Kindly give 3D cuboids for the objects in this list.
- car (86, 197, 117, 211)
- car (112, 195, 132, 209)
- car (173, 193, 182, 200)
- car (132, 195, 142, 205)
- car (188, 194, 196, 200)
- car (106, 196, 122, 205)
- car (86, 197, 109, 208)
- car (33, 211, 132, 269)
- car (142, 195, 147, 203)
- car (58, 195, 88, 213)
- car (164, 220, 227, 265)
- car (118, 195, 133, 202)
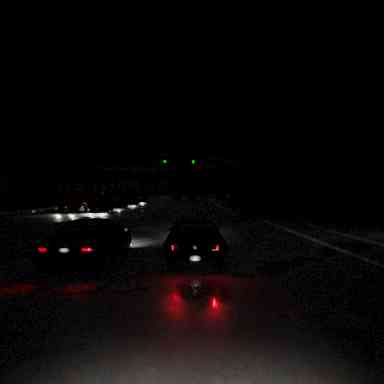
[{"bbox_3d":[-10.607,1.698,39.252,1.994,1.385,4.181,0,0,0],"label":"car"},{"bbox_3d":[-10.573,1.637,48.398,2.033,1.411,5.357,0,0,0],"label":"car"},{"bbox_3d":[-3.545,1.059,80.696,2.097,1.767,4.553,0,1,0],"label":"car"},{"bbox_3d":[-10.532,1.569,58.048,1.994,1.385,4.181,0,1,0],"label":"car"},{"bbox_3d":[-0.045,1.231,80.538,2.128,1.511,4.902,0,1,0],"label":"car"},{"bbox_3d":[-14.033,1.507,60.057,1.812,1.442,4.674,0,1,0],"label":"car"},{"bbox_3d":[-14.059,1.558,49.785,1.882,1.535,5.008,0,0,1],"label":"car"},{"bbox_3d":[-3.408,1.618,11.362,2.033,1.411,5.357,0,0,0],"label":"car"},{"bbox_3d":[-10.538,1.404,67.976,1.812,1.442,4.674,0,1,0],"label":"car"},{"bbox_3d":[-14.113,1.355,39.977,2.150,2.045,5.566,0,0,0],"label":"car"},{"bbox_3d":[0.092,1.672,11.989,1.895,1.301,4.718,0,0,0],"label":"car"},{"bbox_3d":[-14.039,1.383,70.431,2.033,1.411,5.357,0,1,0],"label":"car"}]
